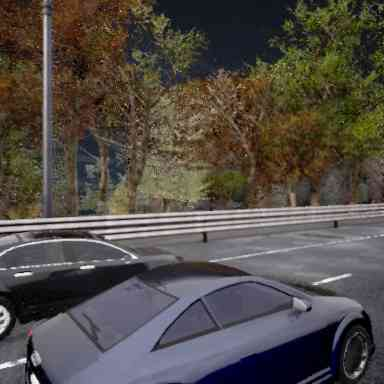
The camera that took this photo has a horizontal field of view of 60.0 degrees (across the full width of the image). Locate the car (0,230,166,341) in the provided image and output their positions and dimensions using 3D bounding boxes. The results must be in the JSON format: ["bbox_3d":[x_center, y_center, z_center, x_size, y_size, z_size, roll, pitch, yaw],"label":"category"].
[{"bbox_3d":[-2.328,1.501,6.370,4.892,1.490,1.837,0,0,-35],"label":"car"}]

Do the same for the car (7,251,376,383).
[{"bbox_3d":[0.324,1.560,3.956,4.181,1.385,1.994,0,0,-35],"label":"car"}]
